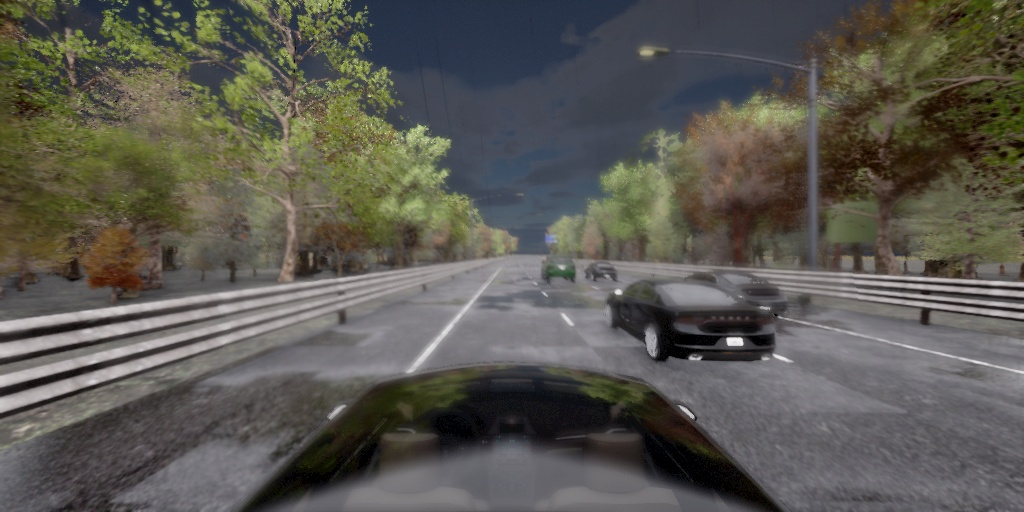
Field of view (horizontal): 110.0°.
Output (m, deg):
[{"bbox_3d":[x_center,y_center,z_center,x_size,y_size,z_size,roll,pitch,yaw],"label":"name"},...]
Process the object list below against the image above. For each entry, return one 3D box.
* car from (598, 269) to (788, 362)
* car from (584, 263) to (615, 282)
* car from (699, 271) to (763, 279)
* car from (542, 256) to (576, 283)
[{"bbox_3d":[3.593,1.232,8.246,1.882,1.535,5.008,0,0,0],"label":"car"},{"bbox_3d":[7.108,1.272,28.987,1.837,1.490,4.892,0,0,0],"label":"car"},{"bbox_3d":[7.101,1.263,12.452,1.837,1.490,4.892,0,0,0],"label":"car"},{"bbox_3d":[3.609,0.989,28.067,2.150,2.045,5.566,0,0,0],"label":"car"}]
